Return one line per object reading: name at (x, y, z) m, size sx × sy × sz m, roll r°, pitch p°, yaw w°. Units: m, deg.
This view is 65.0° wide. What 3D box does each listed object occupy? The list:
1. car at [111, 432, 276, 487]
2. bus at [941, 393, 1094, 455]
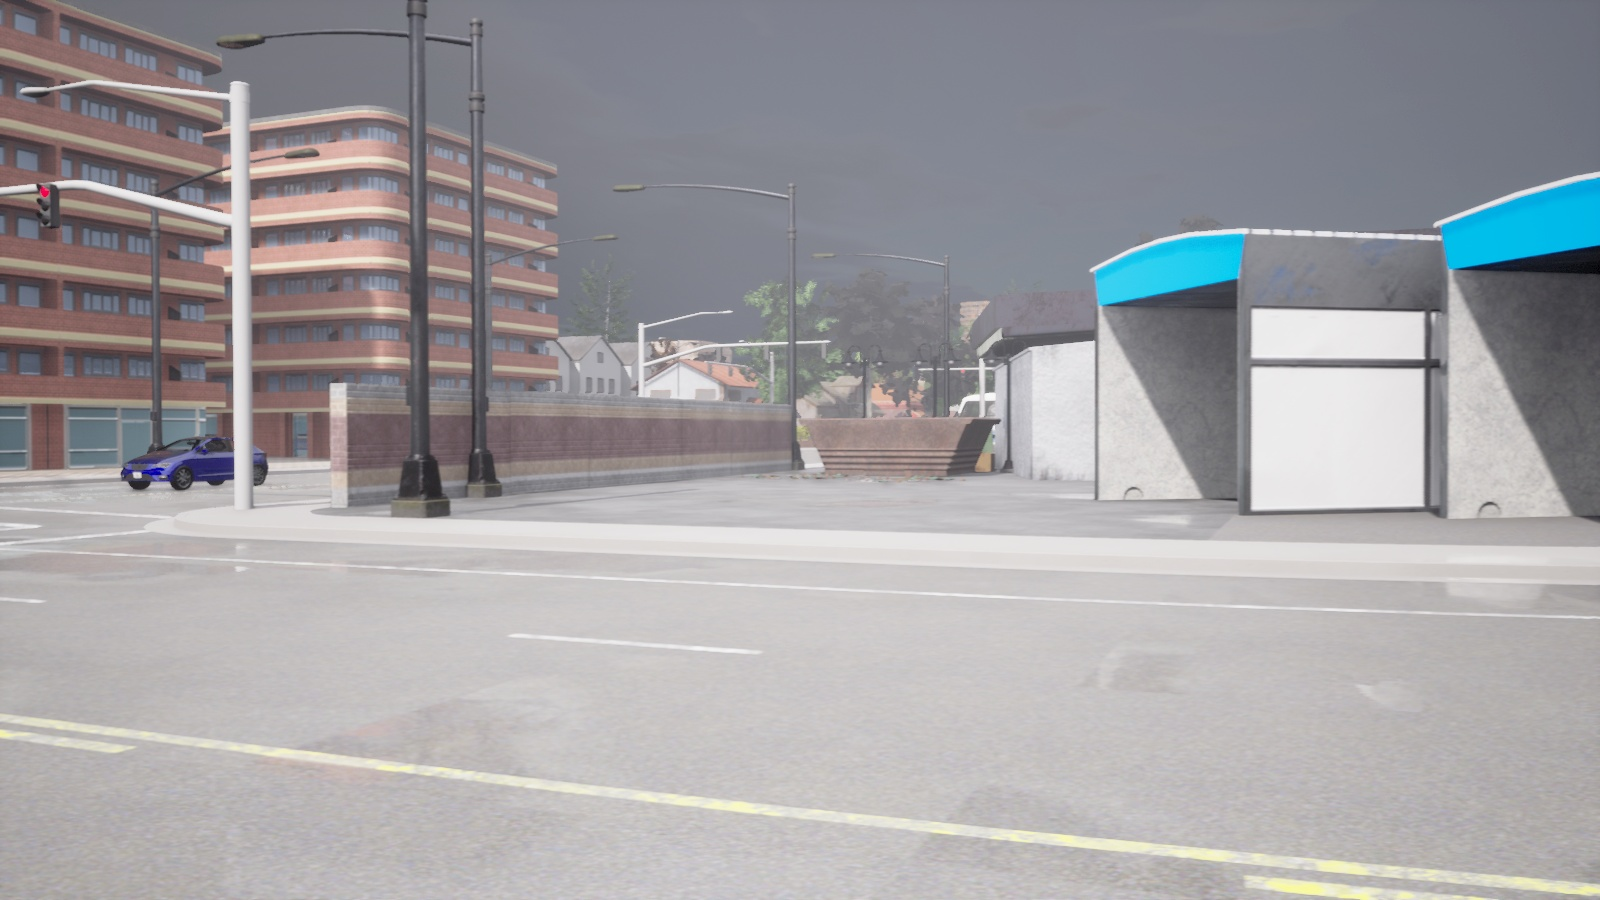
car at (-17.227, 0.220, 35.894) m, size 1.816 × 1.474 × 4.193 m, roll 1°, pitch 1°, yaw 20°
bus at (15.608, -1.873, 90.097) m, size 10.273 × 4.253 × 3.944 m, roll 1°, pitch 2°, yaw 20°
